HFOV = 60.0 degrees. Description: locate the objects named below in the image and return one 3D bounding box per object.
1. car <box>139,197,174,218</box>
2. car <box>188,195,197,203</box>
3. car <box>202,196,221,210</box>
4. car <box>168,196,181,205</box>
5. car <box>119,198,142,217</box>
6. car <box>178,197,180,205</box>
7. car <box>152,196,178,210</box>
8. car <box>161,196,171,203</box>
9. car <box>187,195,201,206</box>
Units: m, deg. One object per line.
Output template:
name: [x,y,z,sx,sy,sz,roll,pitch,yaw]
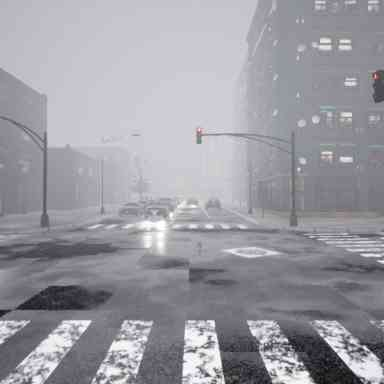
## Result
car: [-3.092,1.499,29.905,2.128,1.511,4.902,0,0,0]
car: [0.093,1.495,69.976,1.882,1.535,5.008,0,0,0]
car: [2.714,1.450,43.185,1.967,1.590,4.097,1,0,0]
car: [-3.042,1.492,58.345,1.882,1.535,5.008,0,0,1]
car: [-5.747,1.552,31.757,1.887,1.381,4.507,1,0,0]
car: [-3.083,1.537,47.919,1.812,1.442,4.674,0,0,0]
car: [-3.089,1.361,38.924,2.097,1.767,4.553,0,0,0]
car: [-5.664,1.600,71.559,1.802,1.307,4.206,1,0,0]
car: [0.111,1.577,56.677,1.994,1.385,4.181,0,0,0]
